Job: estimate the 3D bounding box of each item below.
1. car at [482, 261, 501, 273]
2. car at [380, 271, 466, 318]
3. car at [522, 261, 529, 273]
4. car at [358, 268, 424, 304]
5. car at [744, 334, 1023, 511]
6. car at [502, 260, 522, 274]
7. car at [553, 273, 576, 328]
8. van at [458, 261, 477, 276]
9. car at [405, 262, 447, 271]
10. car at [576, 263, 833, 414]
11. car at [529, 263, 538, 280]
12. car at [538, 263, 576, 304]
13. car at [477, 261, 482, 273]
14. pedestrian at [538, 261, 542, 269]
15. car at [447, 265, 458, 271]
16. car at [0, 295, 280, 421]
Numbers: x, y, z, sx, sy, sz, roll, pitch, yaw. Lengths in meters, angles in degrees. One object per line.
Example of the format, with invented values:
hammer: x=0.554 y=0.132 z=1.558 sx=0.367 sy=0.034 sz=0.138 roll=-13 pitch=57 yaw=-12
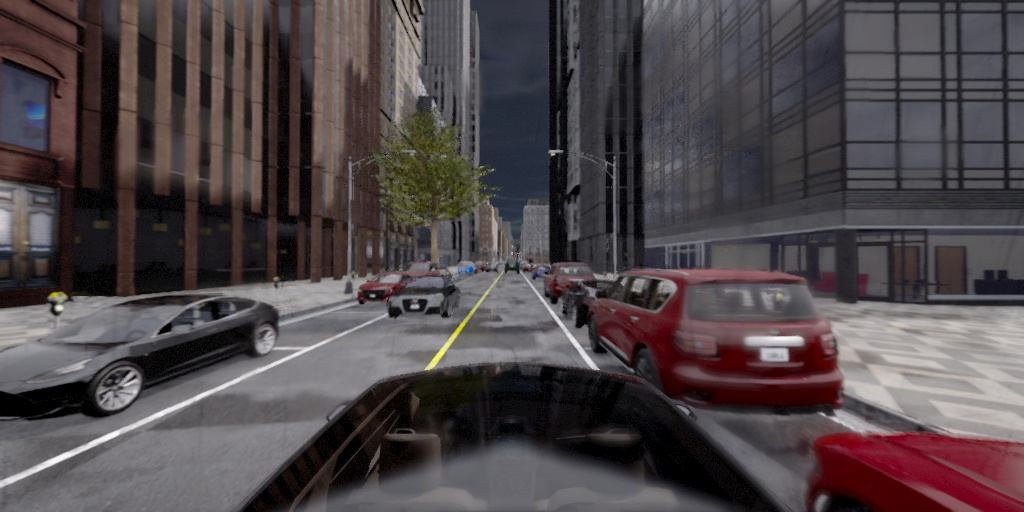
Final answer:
car: x=-3.064 y=1.860 z=55.123 sx=1.837 sy=1.490 sz=4.892 roll=0 pitch=-1 yaw=0
car: x=-3.100 y=1.436 z=13.408 sx=1.994 sy=1.385 sz=4.181 roll=0 pitch=-1 yaw=0
car: x=2.671 y=1.922 z=56.764 sx=1.888 sy=1.381 sz=4.507 roll=0 pitch=0 yaw=0
car: x=-5.857 y=1.459 z=17.305 sx=1.888 sy=1.381 sz=4.507 roll=0 pitch=0 yaw=0
car: x=2.668 y=1.282 z=0.381 sx=1.888 sy=1.381 sz=4.507 roll=0 pitch=0 yaw=0
car: x=0.020 y=1.553 z=53.151 sx=2.150 sy=2.045 sz=5.566 roll=0 pitch=-1 yaw=0
car: x=2.668 y=1.420 z=11.658 sx=1.948 sy=1.339 sz=4.313 roll=0 pitch=0 yaw=0
van: x=-5.855 y=1.574 z=45.499 sx=1.690 sy=1.789 sz=3.998 roll=0 pitch=0 yaw=0
car: x=-5.857 y=1.288 z=22.944 sx=2.192 sy=1.841 sz=5.009 roll=0 pitch=0 yaw=0
car: x=2.668 y=1.110 z=6.020 sx=2.192 sy=1.841 sz=5.009 roll=0 pitch=0 yaw=0
car: x=3.002 y=1.647 z=36.344 sx=1.812 sy=1.442 sz=4.674 roll=0 pitch=-1 yaw=0
car: x=2.669 y=1.229 z=17.296 sx=2.192 sy=1.841 sz=5.009 roll=0 pitch=0 yaw=0
car: x=-5.855 y=1.744 z=51.138 sx=1.967 sy=1.591 sz=4.097 roll=0 pitch=0 yaw=0
pedestrian: x=3.002 y=1.448 z=39.184 sx=0.375 sy=1.860 sz=0.375 roll=0 pitch=-1 yaw=-15
car: x=-5.856 y=1.599 z=28.584 sx=1.948 sy=1.339 sz=4.313 roll=0 pitch=0 yaw=0
car: x=-5.857 y=1.360 z=6.027 sx=1.948 sy=1.339 sz=4.313 roll=0 pitch=0 yaw=0
